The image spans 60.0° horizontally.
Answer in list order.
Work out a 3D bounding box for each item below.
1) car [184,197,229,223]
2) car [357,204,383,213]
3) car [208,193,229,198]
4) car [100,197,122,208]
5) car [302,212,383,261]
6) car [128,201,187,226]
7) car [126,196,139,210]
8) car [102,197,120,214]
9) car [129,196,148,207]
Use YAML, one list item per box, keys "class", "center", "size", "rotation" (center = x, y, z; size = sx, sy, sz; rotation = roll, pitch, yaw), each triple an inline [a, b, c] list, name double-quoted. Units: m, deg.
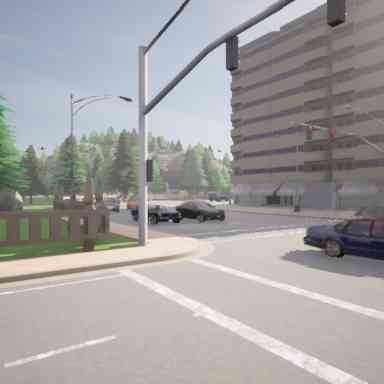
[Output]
- class: "car"
  center: [0.506, 1.420, 25.064]
  size: [1.882, 1.535, 5.008]
  rotation: [0, 0, -33]
- class: "car"
  center: [8.618, 1.329, 13.235]
  size: [2.097, 1.767, 4.553]
  rotation: [0, 0, -35]
- class: "car"
  center: [5.712, 1.162, 71.210]
  size: [2.150, 2.045, 5.566]
  rotation: [0, 0, 40]
- class: "car"
  center: [-11.670, 1.488, 48.160]
  size: [2.033, 1.411, 5.357]
  rotation: [0, 0, -3]
- class: "car"
  center: [6.203, 1.530, 10.566]
  size: [2.033, 1.411, 5.357]
  rotation: [0, 0, -35]
- class: "car"
  center: [-2.556, 1.543, 23.348]
  size: [1.895, 1.301, 4.718]
  rotation: [0, 0, -32]
- class: "car"
  center: [-6.301, 1.293, 38.330]
  size: [2.097, 1.767, 4.553]
  rotation: [0, 0, -17]
- class: "car"
  center: [-8.741, 1.434, 34.752]
  size: [2.128, 1.511, 4.902]
  rotation: [0, 0, -20]
- class: "car"
  center: [-8.244, 1.447, 51.703]
  size: [1.837, 1.490, 4.892]
  rotation: [0, 0, 2]
